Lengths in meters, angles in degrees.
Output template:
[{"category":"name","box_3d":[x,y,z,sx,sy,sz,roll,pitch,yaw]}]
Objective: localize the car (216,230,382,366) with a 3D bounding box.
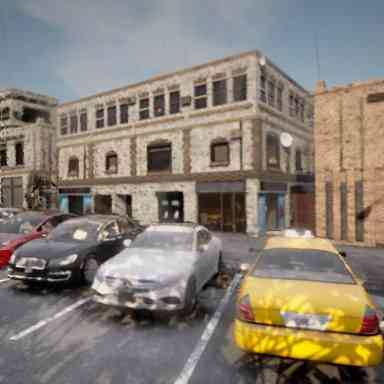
[{"category":"car","box_3d":[1.970,1.471,6.256,1.946,1.575,5.366,0,0,15]}]

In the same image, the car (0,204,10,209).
[{"category":"car","box_3d":[-7.637,1.395,12.880,2.231,1.521,4.892,1,0,15]}]

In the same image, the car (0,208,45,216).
[{"category":"car","box_3d":[-5.255,1.442,11.146,2.163,1.488,4.792,1,0,15]}]

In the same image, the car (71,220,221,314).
[{"category":"car","box_3d":[-0.464,1.493,7.778,2.002,1.452,4.674,1,0,15]}]

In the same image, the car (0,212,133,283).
[{"category":"car","box_3d":[-2.848,1.434,9.482,2.231,1.521,4.892,1,0,15]}]
